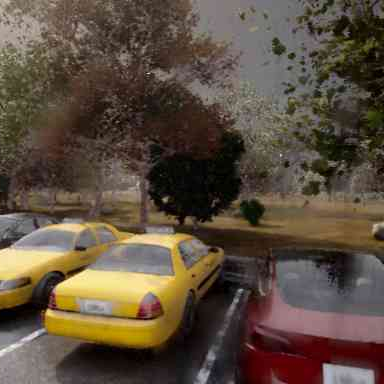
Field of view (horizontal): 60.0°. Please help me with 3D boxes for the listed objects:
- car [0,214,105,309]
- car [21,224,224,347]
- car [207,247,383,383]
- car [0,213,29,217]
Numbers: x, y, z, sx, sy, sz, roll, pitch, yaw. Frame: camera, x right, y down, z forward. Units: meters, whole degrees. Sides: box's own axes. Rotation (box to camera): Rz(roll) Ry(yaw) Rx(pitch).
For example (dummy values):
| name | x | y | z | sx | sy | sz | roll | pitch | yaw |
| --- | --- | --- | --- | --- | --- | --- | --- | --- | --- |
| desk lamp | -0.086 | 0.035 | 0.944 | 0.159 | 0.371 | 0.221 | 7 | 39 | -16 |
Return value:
| name | x | y | z | sx | sy | sz | roll | pitch | yaw |
| --- | --- | --- | --- | --- | --- | --- | --- | --- | --- |
| car | -3.059 | 1.442 | 8.048 | 1.946 | 1.575 | 5.366 | 1 | 0 | 15 |
| car | -0.543 | 1.464 | 6.684 | 1.946 | 1.575 | 5.366 | 0 | -1 | 15 |
| car | 1.824 | 1.510 | 4.810 | 2.163 | 1.488 | 4.792 | 0 | -1 | 15 |
| car | -5.434 | 1.429 | 9.950 | 2.231 | 1.521 | 4.892 | 1 | 0 | 15 |
